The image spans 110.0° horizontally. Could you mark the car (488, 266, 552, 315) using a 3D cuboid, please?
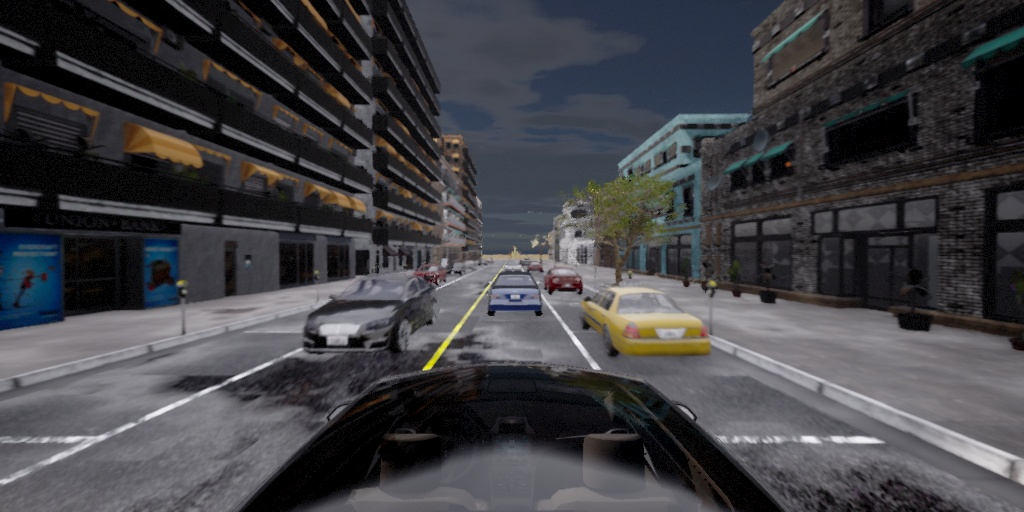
[{"bbox_3d":[0.100,1.286,13.414,2.033,1.411,5.357,0,0,0],"label":"car"}]

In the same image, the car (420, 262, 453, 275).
[{"bbox_3d":[-5.690,1.273,25.279,1.888,1.381,4.507,0,0,0],"label":"car"}]

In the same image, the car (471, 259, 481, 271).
[{"bbox_3d":[-5.687,1.259,47.988,2.007,1.370,4.403,0,0,0],"label":"car"}]

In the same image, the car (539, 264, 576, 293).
[{"bbox_3d":[2.690,1.279,19.571,1.888,1.381,4.507,0,0,0],"label":"car"}]

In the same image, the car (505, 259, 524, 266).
[{"bbox_3d":[0.104,1.315,41.554,1.895,1.301,4.718,0,0,0],"label":"car"}]

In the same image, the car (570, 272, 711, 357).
[{"bbox_3d":[2.690,1.269,8.386,1.751,1.417,4.829,0,0,0],"label":"car"}]

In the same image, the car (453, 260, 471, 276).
[{"bbox_3d":[-5.688,1.284,36.633,1.948,1.339,4.313,0,0,0],"label":"car"}]

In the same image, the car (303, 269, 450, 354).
[{"bbox_3d":[-3.092,1.234,8.815,2.128,1.511,4.902,0,0,0],"label":"car"}]

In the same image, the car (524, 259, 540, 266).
[{"bbox_3d":[2.693,1.296,42.281,1.802,1.307,4.207,0,0,0],"label":"car"}]
